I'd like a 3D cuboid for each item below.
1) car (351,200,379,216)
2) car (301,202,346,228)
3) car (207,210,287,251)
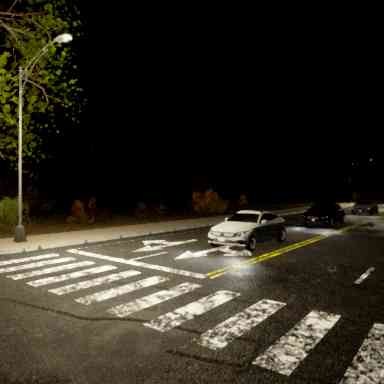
[{"bbox_3d":[17.337,1.517,33.247,1.812,1.442,4.674,0,0,38],"label":"car"},{"bbox_3d":[9.028,1.498,22.630,1.837,1.490,4.892,0,0,38],"label":"car"},{"bbox_3d":[2.538,1.519,14.318,1.812,1.442,4.674,0,0,38],"label":"car"}]
